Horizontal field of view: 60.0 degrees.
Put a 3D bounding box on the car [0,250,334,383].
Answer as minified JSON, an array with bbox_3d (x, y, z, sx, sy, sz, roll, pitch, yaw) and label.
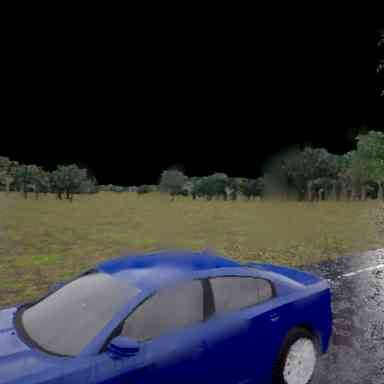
[{"bbox_3d":[-0.499,1.481,3.638,5.008,1.535,1.882,0,0,-36],"label":"car"}]
